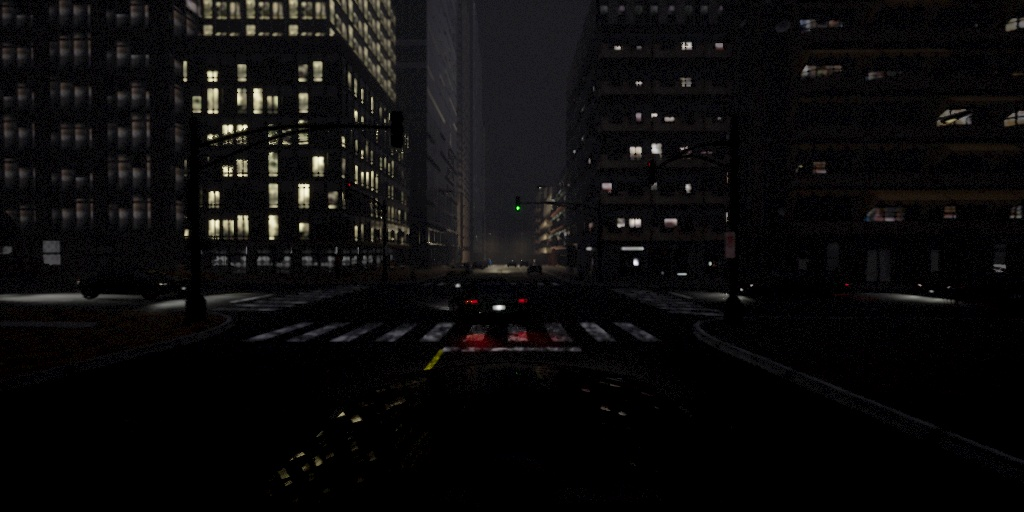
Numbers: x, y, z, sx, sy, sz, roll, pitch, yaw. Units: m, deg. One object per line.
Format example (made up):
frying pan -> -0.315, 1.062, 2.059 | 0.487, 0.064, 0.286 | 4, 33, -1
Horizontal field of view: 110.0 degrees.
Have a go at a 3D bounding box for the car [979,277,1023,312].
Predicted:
car -> 21.716, 1.633, 13.929 | 4.313, 1.339, 1.948 | 0, 0, 1

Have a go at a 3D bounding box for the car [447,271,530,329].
car -> -0.840, 1.359, 11.560 | 1.994, 1.385, 4.181 | 0, 0, -14

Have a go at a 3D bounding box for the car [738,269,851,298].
car -> 15.354, 1.494, 19.803 | 5.357, 1.411, 2.033 | 0, 1, 1

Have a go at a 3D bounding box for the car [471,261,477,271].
car -> -5.692, 1.502, 42.855 | 1.948, 1.339, 4.313 | 0, 0, 0

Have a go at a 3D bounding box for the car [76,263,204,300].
car -> -17.858, 1.232, 17.061 | 4.674, 1.442, 1.812 | 1, 1, 2

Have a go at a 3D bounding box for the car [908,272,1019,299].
car -> 25.702, 1.578, 19.659 | 5.357, 1.411, 2.033 | 0, 1, 1

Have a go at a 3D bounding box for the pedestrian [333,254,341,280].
pedestrian -> -12.549, 0.788, 25.724 | 0.375, 1.860, 0.375 | 0, 0, 1

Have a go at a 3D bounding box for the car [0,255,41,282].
car -> -33.614, 0.817, 23.088 | 5.009, 1.841, 2.192 | 0, 0, 1

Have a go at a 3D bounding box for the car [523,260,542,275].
car -> 2.688, 1.486, 42.856 | 2.007, 1.370, 4.403 | 0, 0, 0

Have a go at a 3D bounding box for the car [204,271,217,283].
car -> -21.667, 1.132, 22.884 | 4.829, 1.417, 1.751 | 0, 0, 1

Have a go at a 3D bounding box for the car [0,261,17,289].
car -> -27.774, 1.113, 17.206 | 4.902, 1.511, 2.128 | 0, 1, 1

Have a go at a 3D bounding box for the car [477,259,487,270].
car -> -5.693, 1.560, 59.819 | 1.888, 1.381, 4.507 | 0, 0, 0

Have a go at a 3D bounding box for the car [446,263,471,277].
car -> -5.692, 1.436, 37.031 | 1.751, 1.417, 4.829 | 0, 0, 0
